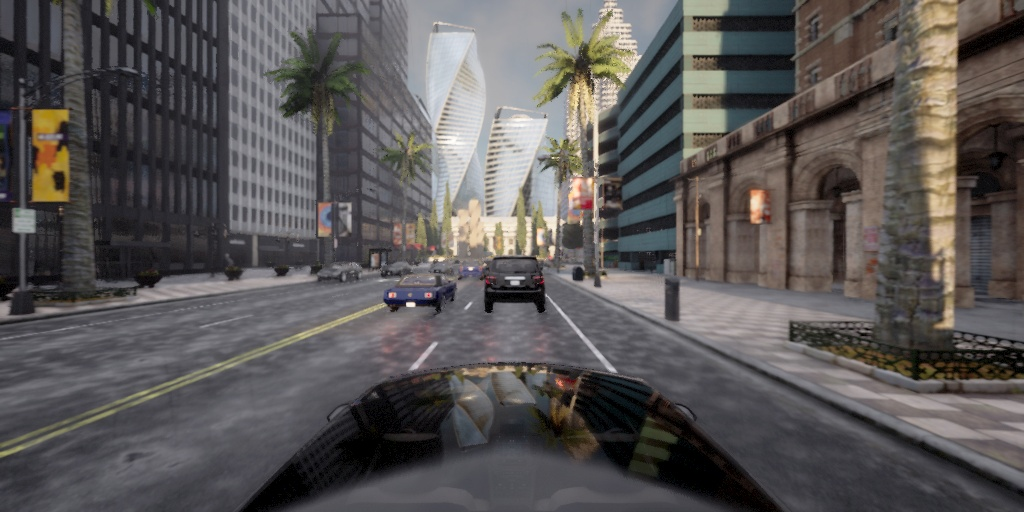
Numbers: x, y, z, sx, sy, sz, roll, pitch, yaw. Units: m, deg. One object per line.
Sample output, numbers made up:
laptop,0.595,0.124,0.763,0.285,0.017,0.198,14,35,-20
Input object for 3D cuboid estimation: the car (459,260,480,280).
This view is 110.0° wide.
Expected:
car,-3.395,1.101,31.652,2.097,1.767,4.553,0,0,0

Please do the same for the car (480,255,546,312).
car,0.102,0.971,14.424,2.150,2.045,5.566,0,0,0

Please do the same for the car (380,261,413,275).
car,-10.591,1.254,33.263,1.837,1.490,4.892,0,0,0

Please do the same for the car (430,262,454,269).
car,-7.087,1.313,35.995,1.994,1.385,4.181,0,0,0

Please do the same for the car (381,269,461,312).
car,-3.405,1.350,14.288,1.895,1.301,4.718,0,0,0
